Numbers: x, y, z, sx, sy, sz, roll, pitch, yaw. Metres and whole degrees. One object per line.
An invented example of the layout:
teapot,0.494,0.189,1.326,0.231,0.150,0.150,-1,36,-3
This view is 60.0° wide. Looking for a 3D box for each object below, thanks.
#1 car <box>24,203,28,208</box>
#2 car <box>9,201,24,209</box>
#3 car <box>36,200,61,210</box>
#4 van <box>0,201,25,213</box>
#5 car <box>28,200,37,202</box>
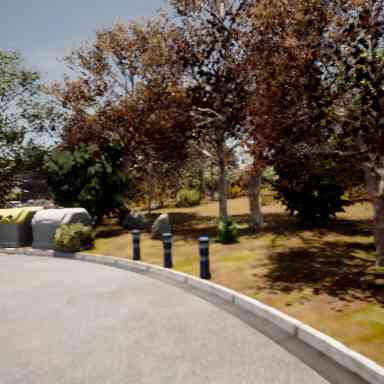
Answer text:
car,-24.656,2.735,47.220,4.792,1.488,2.163,-3,1,26
car,-25.930,2.550,44.736,5.566,2.045,2.435,-3,1,26
car,-29.240,2.584,67.942,4.553,1.767,2.185,-3,1,26
van,-32.768,2.754,60.306,4.442,1.987,1.878,-3,1,26
car,-31.648,2.894,62.885,4.892,1.521,2.231,-3,1,26
